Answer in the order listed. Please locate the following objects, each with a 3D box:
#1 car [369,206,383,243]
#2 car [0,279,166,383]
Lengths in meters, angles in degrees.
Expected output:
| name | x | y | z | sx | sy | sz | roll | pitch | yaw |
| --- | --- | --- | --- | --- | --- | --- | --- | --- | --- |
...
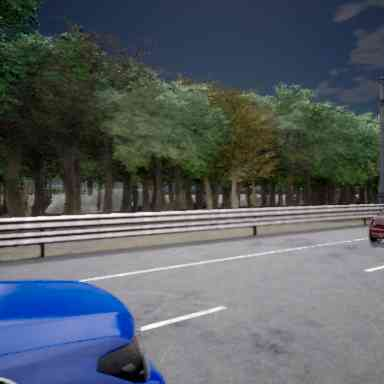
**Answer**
| name | x | y | z | sx | sy | sz | roll | pitch | yaw |
| --- | --- | --- | --- | --- | --- | --- | --- | --- | --- |
| car | 9.830 | 1.333 | 14.578 | 4.553 | 1.767 | 2.097 | 0 | 0 | -33 |
| car | -2.849 | 1.217 | 1.692 | 5.566 | 2.045 | 2.150 | 0 | 0 | -36 |
